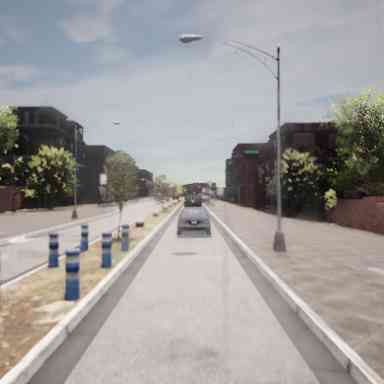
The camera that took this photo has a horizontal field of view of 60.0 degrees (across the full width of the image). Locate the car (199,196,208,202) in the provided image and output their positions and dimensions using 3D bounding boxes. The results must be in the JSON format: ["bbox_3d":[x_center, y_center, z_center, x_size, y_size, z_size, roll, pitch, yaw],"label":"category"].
[{"bbox_3d":[3.005,1.691,85.257,2.163,1.488,4.792,0,0,0],"label":"car"}]

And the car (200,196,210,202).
[{"bbox_3d":[3.004,1.655,79.699,2.231,1.521,4.892,0,0,0],"label":"car"}]

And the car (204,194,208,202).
[{"bbox_3d":[3.004,1.646,74.052,2.231,1.521,4.892,0,0,0],"label":"car"}]

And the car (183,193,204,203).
[{"bbox_3d":[0.103,1.299,42.706,2.150,2.045,5.566,0,0,0],"label":"car"}]

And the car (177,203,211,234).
[{"bbox_3d":[0.096,1.566,19.142,2.033,1.411,5.357,0,0,0],"label":"car"}]
